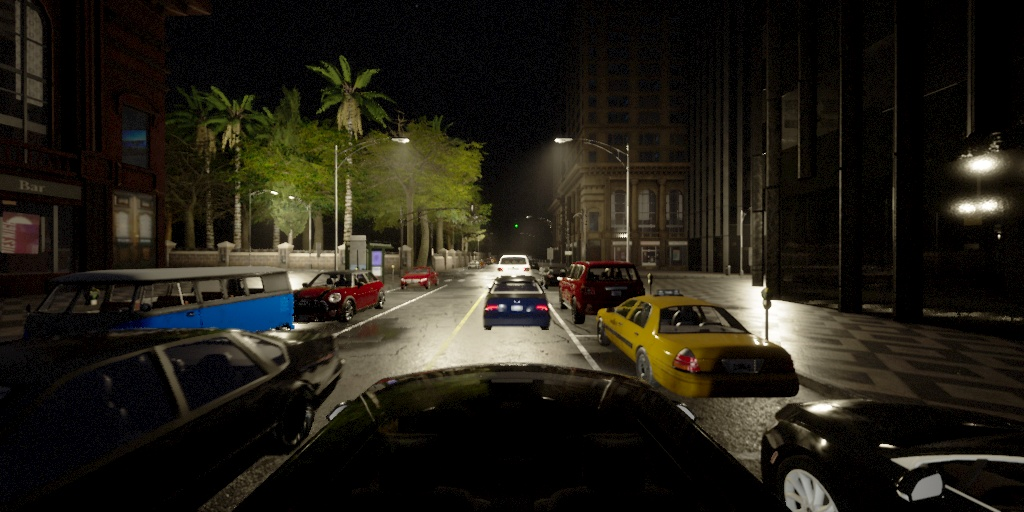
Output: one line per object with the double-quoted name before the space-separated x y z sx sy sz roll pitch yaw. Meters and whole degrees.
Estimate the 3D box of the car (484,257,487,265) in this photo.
"car" -5.704 1.222 60.018 1.967 1.591 4.097 0 0 0

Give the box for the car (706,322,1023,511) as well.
"car" 2.762 1.300 1.011 2.007 1.370 4.403 0 0 0

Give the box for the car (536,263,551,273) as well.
"car" 2.783 1.333 22.712 1.948 1.339 4.313 0 0 0

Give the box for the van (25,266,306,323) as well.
"van" -5.758 1.095 6.460 1.690 1.789 3.998 0 0 0

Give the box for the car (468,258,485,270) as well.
"car" -5.710 1.331 54.598 2.007 1.370 4.403 0 0 0

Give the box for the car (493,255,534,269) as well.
"car" 0.210 0.989 24.141 2.150 2.045 5.566 0 0 3

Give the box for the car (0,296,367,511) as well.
"car" -3.099 1.298 2.371 2.033 1.411 5.357 0 0 0

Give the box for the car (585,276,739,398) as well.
"car" 2.767 1.280 6.606 1.751 1.417 4.829 0 0 0

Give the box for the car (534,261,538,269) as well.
"car" 2.810 1.345 49.149 1.948 1.339 4.313 0 0 0

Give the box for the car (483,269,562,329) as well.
"car" 0.112 1.306 11.177 2.033 1.411 5.357 0 0 0

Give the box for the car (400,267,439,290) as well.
"car" -5.742 1.349 22.738 1.802 1.307 4.207 0 0 0

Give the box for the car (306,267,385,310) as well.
"car" -5.753 1.199 11.886 1.967 1.591 4.097 0 0 0

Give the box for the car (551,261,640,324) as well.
"car" 2.772 1.074 11.861 2.192 1.841 5.009 0 0 0
